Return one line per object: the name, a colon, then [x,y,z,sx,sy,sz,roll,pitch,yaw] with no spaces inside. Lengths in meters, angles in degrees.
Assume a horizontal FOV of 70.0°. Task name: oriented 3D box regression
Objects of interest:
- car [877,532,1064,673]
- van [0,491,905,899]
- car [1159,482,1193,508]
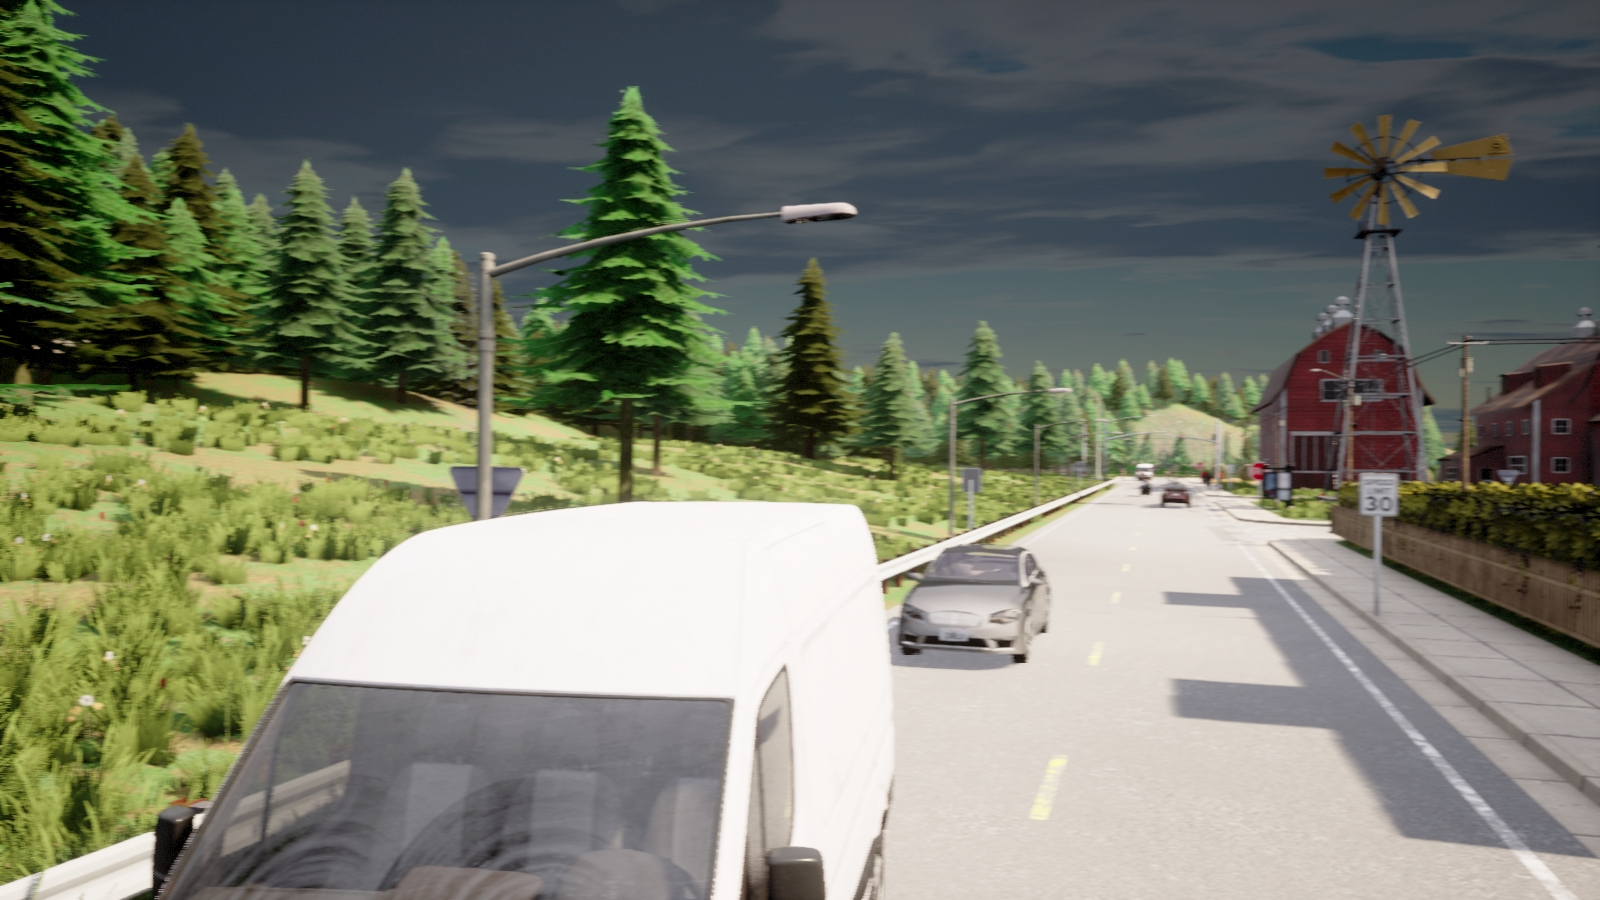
car: [2.825,2.214,17.838,2.128,1.511,4.902,1,0,18]
van: [-0.772,1.552,5.162,1.988,2.561,5.915,0,-1,10]
car: [24.116,2.853,73.367,2.007,1.525,4.514,1,0,18]
